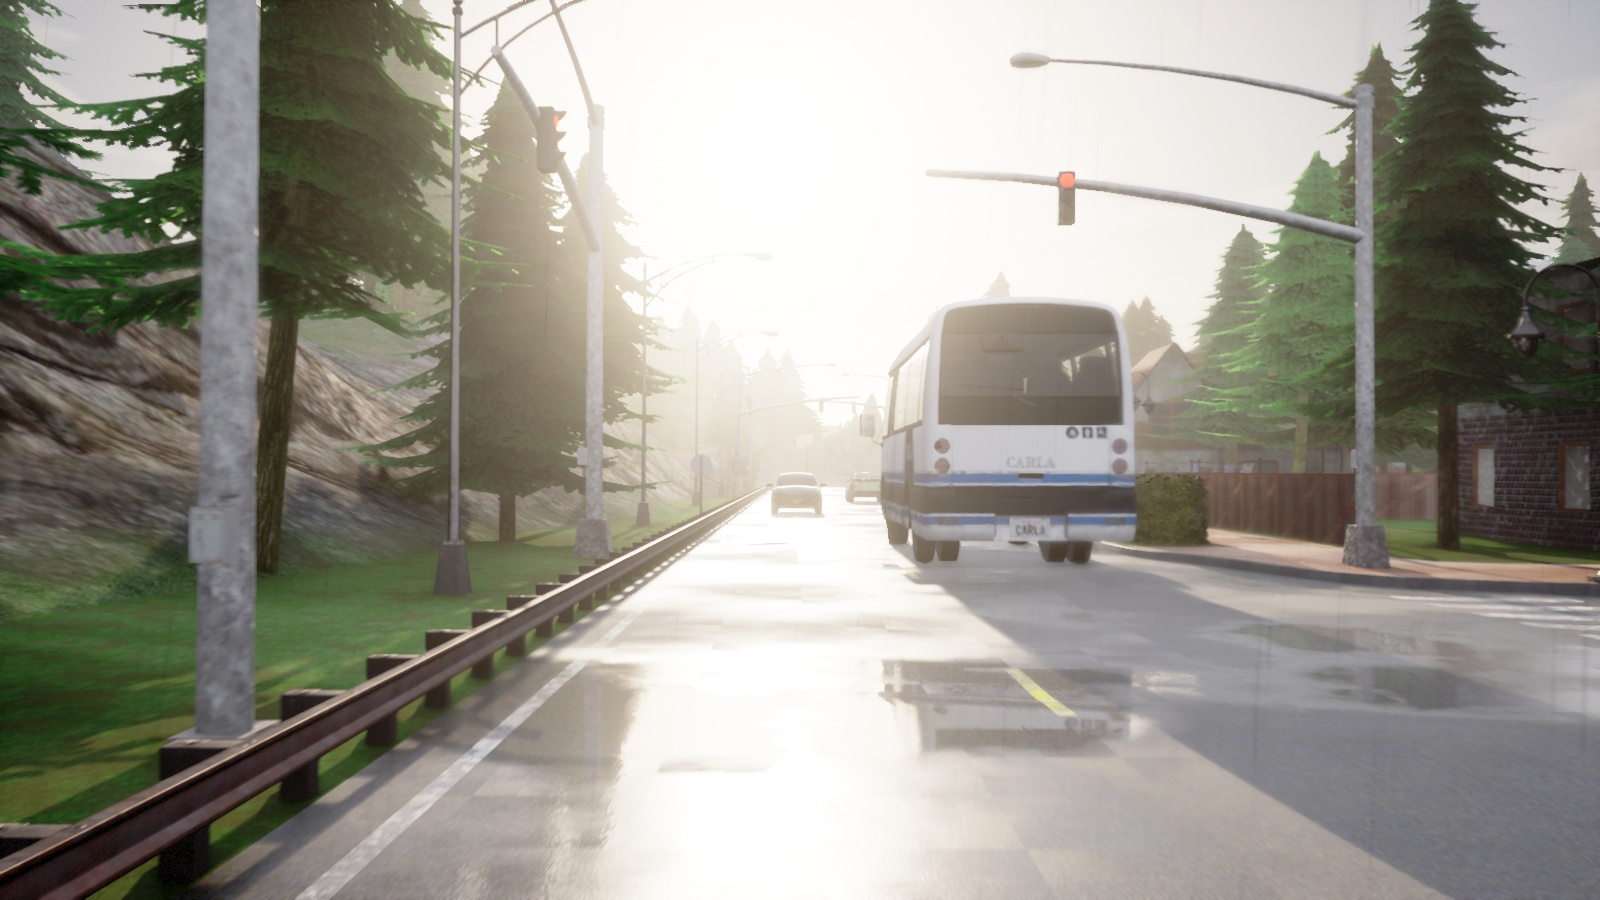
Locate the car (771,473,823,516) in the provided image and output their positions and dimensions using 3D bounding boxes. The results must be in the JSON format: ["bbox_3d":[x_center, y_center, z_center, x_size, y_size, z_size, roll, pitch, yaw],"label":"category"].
[{"bbox_3d":[-0.113,1.601,46.473,1.837,1.490,4.892,0,-1,0],"label":"car"}]

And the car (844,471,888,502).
[{"bbox_3d":[3.344,1.827,64.197,2.007,1.525,4.514,0,-1,0],"label":"car"}]

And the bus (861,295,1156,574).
[{"bbox_3d":[3.441,-0.165,24.378,3.944,4.253,10.273,0,-1,0],"label":"bus"}]
